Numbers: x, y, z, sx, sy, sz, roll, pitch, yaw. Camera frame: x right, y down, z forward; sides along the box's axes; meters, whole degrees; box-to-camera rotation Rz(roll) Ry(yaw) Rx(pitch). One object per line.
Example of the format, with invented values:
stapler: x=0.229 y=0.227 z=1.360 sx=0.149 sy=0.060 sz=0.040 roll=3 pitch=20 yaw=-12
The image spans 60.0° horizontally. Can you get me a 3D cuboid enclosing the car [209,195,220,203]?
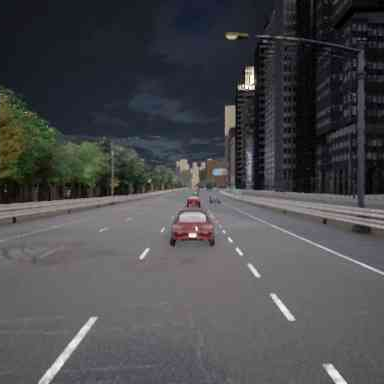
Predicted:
car: x=4.007 y=1.293 z=60.030 sx=2.033 sy=1.411 sz=5.357 roll=0 pitch=0 yaw=1

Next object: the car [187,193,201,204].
car: x=0.269 y=1.300 z=47.992 sx=1.882 sy=1.535 sz=5.008 roll=0 pitch=0 yaw=1

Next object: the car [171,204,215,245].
car: x=0.033 y=1.512 z=15.269 sx=1.812 sy=1.442 sz=4.674 roll=0 pitch=0 yaw=0

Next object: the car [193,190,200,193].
car: x=0.817 y=0.963 z=85.545 sx=1.837 sy=1.490 sz=4.892 roll=0 pitch=1 yaw=1
